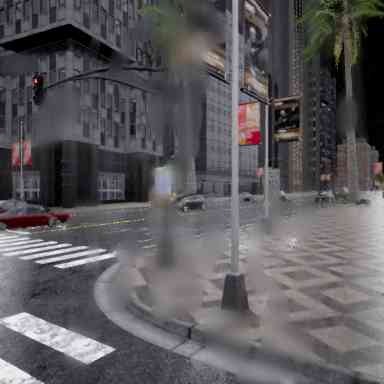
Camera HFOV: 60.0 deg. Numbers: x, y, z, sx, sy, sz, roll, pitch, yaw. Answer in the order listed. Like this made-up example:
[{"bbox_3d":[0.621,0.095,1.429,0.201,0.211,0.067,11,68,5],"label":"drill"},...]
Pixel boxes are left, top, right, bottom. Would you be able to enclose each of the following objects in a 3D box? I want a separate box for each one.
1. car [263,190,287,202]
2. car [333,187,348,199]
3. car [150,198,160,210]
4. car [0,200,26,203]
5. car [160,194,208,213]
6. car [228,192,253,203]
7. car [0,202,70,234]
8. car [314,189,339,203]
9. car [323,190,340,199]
[{"bbox_3d":[11.882,0.527,47.591,2.097,1.767,4.553,0,1,36],"label":"car"},{"bbox_3d":[23.672,0.232,52.772,2.150,2.045,5.566,0,1,36],"label":"car"},{"bbox_3d":[-2.141,0.976,33.542,1.882,1.535,5.008,0,1,35],"label":"car"},{"bbox_3d":[-11.452,1.260,20.410,1.882,1.535,5.008,0,1,35],"label":"car"},{"bbox_3d":[-0.416,1.037,30.358,1.837,1.490,4.892,0,1,35],"label":"car"},{"bbox_3d":[6.693,0.733,45.950,2.128,1.511,4.902,0,1,36],"label":"car"},{"bbox_3d":[-9.198,1.400,17.965,1.895,1.301,4.718,0,1,35],"label":"car"},{"bbox_3d":[17.810,0.677,44.492,1.837,1.490,4.892,0,1,35],"label":"car"},{"bbox_3d":[25.759,0.353,61.331,1.882,1.535,5.008,0,1,36],"label":"car"}]
